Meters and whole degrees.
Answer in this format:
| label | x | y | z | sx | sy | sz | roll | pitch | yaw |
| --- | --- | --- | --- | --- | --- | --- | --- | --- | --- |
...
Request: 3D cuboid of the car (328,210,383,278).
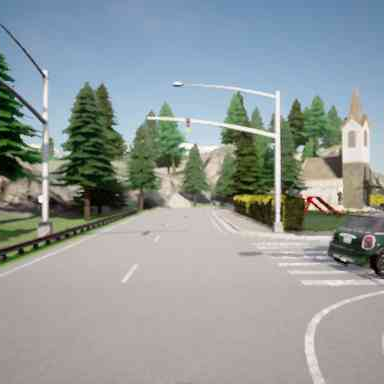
| label | x | y | z | sx | sy | sz | roll | pitch | yaw |
| --- | --- | --- | --- | --- | --- | --- | --- | --- | --- |
| car | 6.545 | 1.394 | 9.871 | 4.553 | 1.767 | 2.097 | 0 | 0 | -10 |
